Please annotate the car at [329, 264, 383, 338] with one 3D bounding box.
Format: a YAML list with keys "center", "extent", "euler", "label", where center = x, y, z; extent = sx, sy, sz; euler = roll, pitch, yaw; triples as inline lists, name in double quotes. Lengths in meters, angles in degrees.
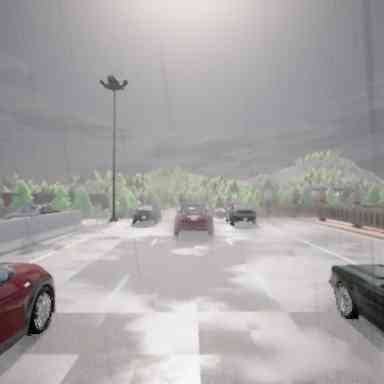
- center: [3.600, 1.619, 4.407]
  extent: [1.895, 1.301, 4.718]
  euler: [0, 0, 0]
  label: "car"

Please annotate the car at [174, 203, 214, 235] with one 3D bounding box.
- center: [0.099, 1.431, 19.429]
  extent: [2.097, 1.767, 4.553]
  euler: [0, 0, 0]
  label: "car"

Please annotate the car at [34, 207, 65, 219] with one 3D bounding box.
- center: [-17.507, 2.610, 40.993]
  extent: [1.994, 1.385, 4.181]
  euler: [0, -5, 0]
  label: "car"

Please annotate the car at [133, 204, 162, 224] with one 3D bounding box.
- center: [-3.415, 1.690, 25.809]
  extent: [1.812, 1.442, 4.674]
  euler: [0, -2, 0]
  label: "car"

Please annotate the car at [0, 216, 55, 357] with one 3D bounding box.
- center: [-3.399, 1.368, 3.899]
  extent: [2.097, 1.767, 4.553]
  euler: [0, 0, 0]
  label: "car"

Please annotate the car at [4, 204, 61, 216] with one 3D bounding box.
- center: [-10.575, 1.589, 22.092]
  extent: [2.128, 1.511, 4.902]
  euler: [0, -1, 0]
  label: "car"

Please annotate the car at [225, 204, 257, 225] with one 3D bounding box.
- center: [3.600, 1.644, 24.845]
  extent: [1.837, 1.490, 4.892]
  euler: [0, -1, 0]
  label: "car"

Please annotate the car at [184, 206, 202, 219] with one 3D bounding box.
- center: [0.098, 2.574, 40.811]
  extent: [2.033, 1.411, 5.357]
  euler: [0, -5, 0]
  label: "car"
